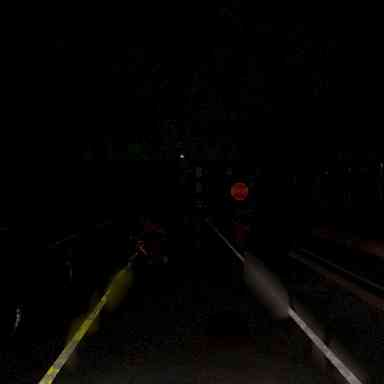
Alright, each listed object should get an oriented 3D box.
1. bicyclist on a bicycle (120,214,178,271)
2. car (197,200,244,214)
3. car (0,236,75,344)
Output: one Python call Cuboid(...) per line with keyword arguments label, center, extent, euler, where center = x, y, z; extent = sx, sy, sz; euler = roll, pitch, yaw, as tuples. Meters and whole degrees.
Cuboid(label="bicyclist on a bicycle", center=(-1.232, 1.454, 9.426), extent=(1.656, 1.620, 0.582), euler=(-1, 0, -2))
Cuboid(label="car", center=(3.076, 1.531, 35.700), extent=(5.357, 1.411, 2.033), euler=(0, 0, -35))
Cuboid(label="car", center=(-3.734, 1.565, 6.236), extent=(1.994, 1.385, 4.181), euler=(0, 0, -1))
